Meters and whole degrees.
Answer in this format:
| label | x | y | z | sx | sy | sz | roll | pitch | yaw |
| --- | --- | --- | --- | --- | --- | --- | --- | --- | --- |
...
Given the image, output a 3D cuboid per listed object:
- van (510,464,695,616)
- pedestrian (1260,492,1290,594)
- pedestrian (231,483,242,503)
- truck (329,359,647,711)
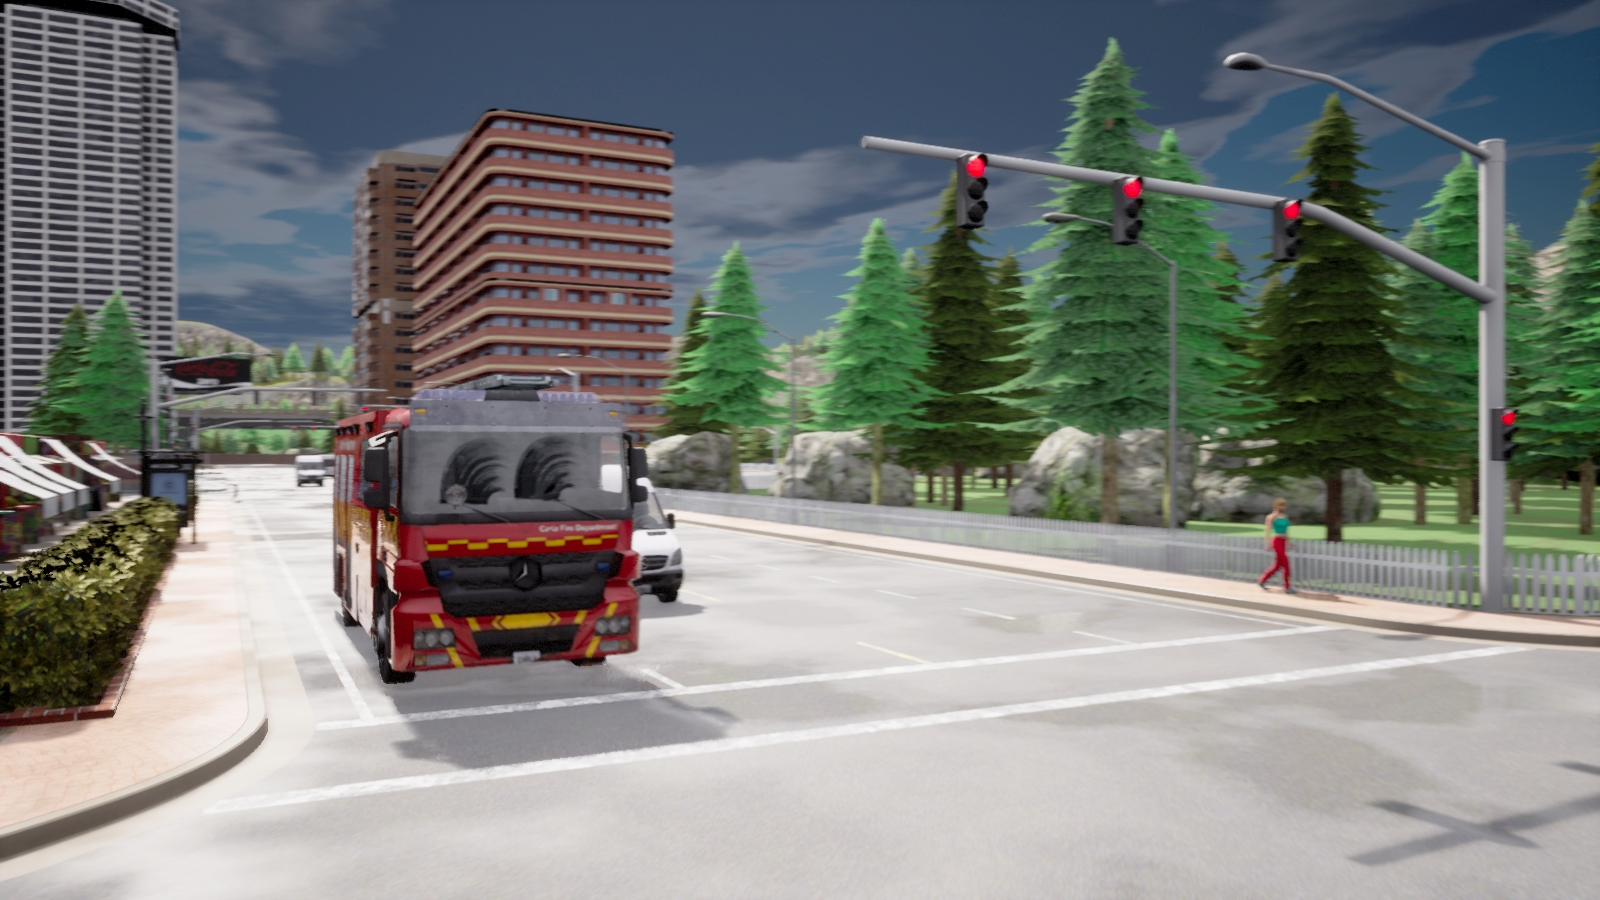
| label | x | y | z | sx | sy | sz | roll | pitch | yaw |
| --- | --- | --- | --- | --- | --- | --- | --- | --- | --- |
| van | -4.116 | 1.584 | 22.803 | 1.988 | 2.561 | 5.915 | 0 | 0 | -27 |
| pedestrian | 8.895 | 1.727 | 21.399 | 0.375 | 1.860 | 0.375 | 0 | 0 | -27 |
| pedestrian | -31.616 | 2.395 | 64.096 | 0.500 | 1.100 | 0.500 | 0 | 0 | -22 |
| truck | -5.033 | 0.930 | 16.859 | 2.891 | 3.827 | 8.468 | 0 | 0 | -27 |
